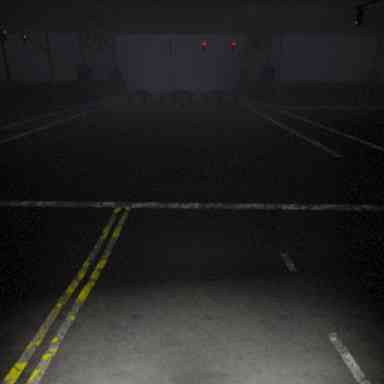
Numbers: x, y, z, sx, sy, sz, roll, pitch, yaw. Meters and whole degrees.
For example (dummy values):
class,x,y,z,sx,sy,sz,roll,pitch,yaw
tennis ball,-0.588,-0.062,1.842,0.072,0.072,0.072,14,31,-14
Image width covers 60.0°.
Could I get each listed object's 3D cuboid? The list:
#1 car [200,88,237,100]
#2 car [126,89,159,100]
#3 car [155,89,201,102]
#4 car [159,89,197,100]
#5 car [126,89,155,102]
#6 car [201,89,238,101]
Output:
class,x,y,z,sx,sy,sz,roll,pitch,yaw
car,3.509,-12.978,43.953,4.536,1.218,1.853,11,22,28
car,-6.474,-12.794,43.418,4.536,1.218,1.853,18,26,42
car,-1.829,-12.603,43.348,4.974,1.542,2.038,-13,23,-33
car,-1.787,-12.761,43.325,4.536,1.218,1.853,-13,23,-33
car,-6.437,-12.633,43.435,4.974,1.542,2.038,18,26,42
car,3.554,-12.821,43.980,4.974,1.542,2.038,11,22,28
